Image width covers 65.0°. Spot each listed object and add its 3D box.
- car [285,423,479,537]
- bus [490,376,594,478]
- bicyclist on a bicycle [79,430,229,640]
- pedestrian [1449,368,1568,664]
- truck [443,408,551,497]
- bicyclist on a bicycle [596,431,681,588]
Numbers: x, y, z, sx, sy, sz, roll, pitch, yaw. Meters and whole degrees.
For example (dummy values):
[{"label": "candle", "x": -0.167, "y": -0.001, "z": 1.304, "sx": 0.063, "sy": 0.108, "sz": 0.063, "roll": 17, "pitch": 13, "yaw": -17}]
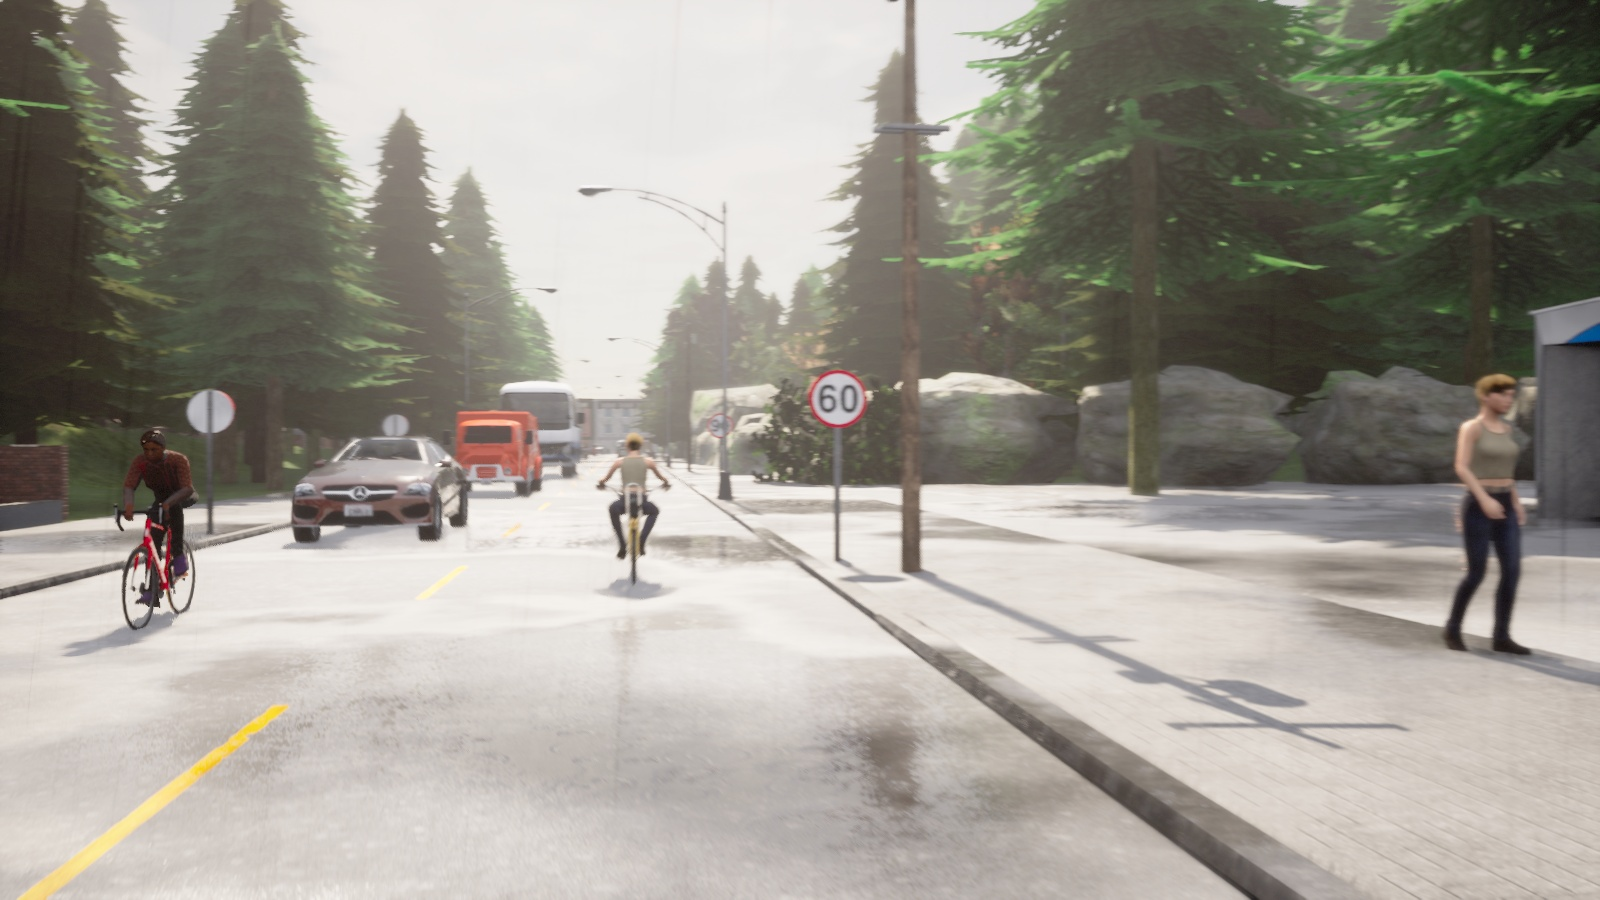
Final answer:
[{"label": "car", "x": -6.739, "y": 0.420, "z": 20.844, "sx": 2.152, "sy": 1.651, "sz": 5.027, "roll": 0, "pitch": 0, "yaw": -8}, {"label": "bus", "x": -11.622, "y": -0.928, "z": 57.628, "sx": 3.944, "sy": 4.253, "sz": 10.273, "roll": 0, "pitch": 0, "yaw": -8}, {"label": "bicyclist on a bicycle", "x": -5.363, "y": 0.648, "z": 10.524, "sx": 0.582, "sy": 1.620, "sz": 1.656, "roll": 0, "pitch": 1, "yaw": -8}, {"label": "pedestrian", "x": 4.567, "y": 0.408, "z": 8.114, "sx": 0.345, "sy": 1.836, "sz": 0.594, "roll": 0, "pitch": 0, "yaw": -16}, {"label": "truck", "x": -8.993, "y": 0.074, "z": 37.744, "sx": 2.627, "sy": 2.467, "sz": 5.204, "roll": 0, "pitch": 0, "yaw": -8}, {"label": "bicyclist on a bicycle", "x": -1.767, "y": 0.611, "z": 13.775, "sx": 0.866, "sy": 1.612, "sz": 1.509, "roll": 0, "pitch": 0, "yaw": -7}]
